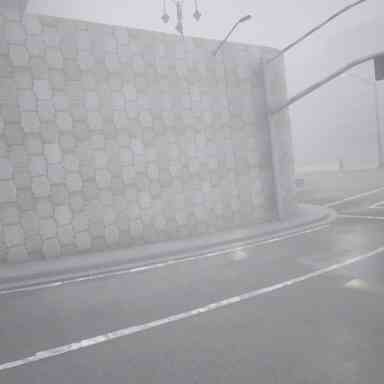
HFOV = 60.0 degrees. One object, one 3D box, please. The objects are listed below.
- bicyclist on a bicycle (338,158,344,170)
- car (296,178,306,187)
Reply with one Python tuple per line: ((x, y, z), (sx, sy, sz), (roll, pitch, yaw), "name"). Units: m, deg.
((20.054, -3.807, 44.844), (1.656, 1.620, 0.582), (-11, 6, -35), "bicyclist on a bicycle")
((8.736, -1.008, 32.715), (1.895, 1.301, 4.718), (-11, 6, -35), "car")
